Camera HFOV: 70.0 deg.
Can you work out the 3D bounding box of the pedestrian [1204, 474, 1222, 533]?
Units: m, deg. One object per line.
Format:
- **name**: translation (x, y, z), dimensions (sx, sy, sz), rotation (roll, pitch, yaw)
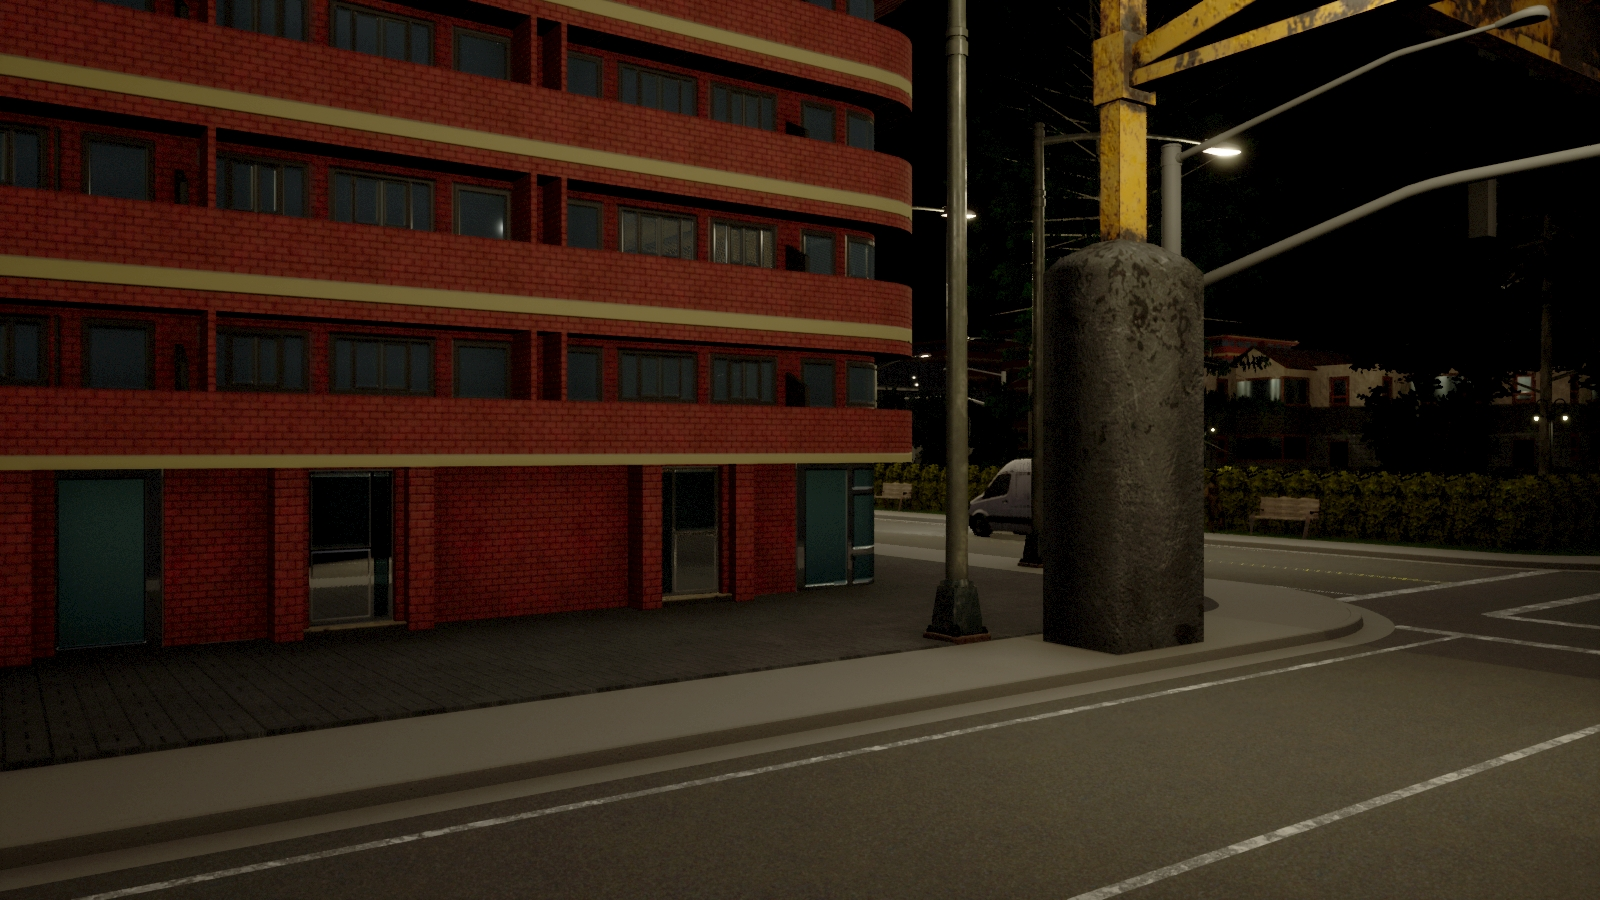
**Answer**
- **pedestrian**: translation (13.031, 1.686, 36.048), dimensions (0.375, 1.860, 0.375), rotation (0, 0, -14)
